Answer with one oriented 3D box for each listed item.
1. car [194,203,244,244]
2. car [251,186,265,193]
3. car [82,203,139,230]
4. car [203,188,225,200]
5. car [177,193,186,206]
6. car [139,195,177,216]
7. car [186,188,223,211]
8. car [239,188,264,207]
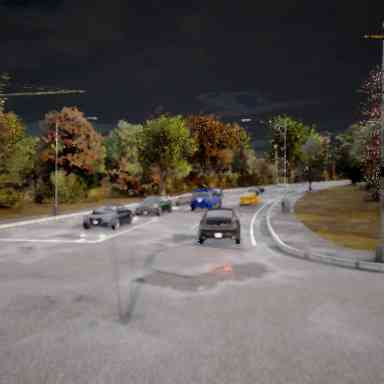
[{"bbox_3d":[1.404,1.494,16.014,1.837,1.490,4.892,0,0,8],"label":"car"},{"bbox_3d":[10.833,-0.343,55.638,1.994,1.385,4.181,0,4,29],"label":"car"},{"bbox_3d":[-5.108,1.493,20.771,1.994,1.385,4.181,0,1,10],"label":"car"},{"bbox_3d":[3.245,0.204,48.524,1.812,1.442,4.674,0,3,22],"label":"car"},{"bbox_3d":[-0.465,0.803,39.013,1.812,1.442,4.674,0,3,17],"label":"car"},{"bbox_3d":[-3.281,1.064,29.378,2.097,1.767,4.553,0,2,14],"label":"car"},{"bbox_3d":[1.459,0.761,32.928,2.150,2.045,5.566,0,3,16],"label":"car"},{"bbox_3d":[6.555,0.731,37.268,1.882,1.535,5.008,0,3,19],"label":"car"}]
